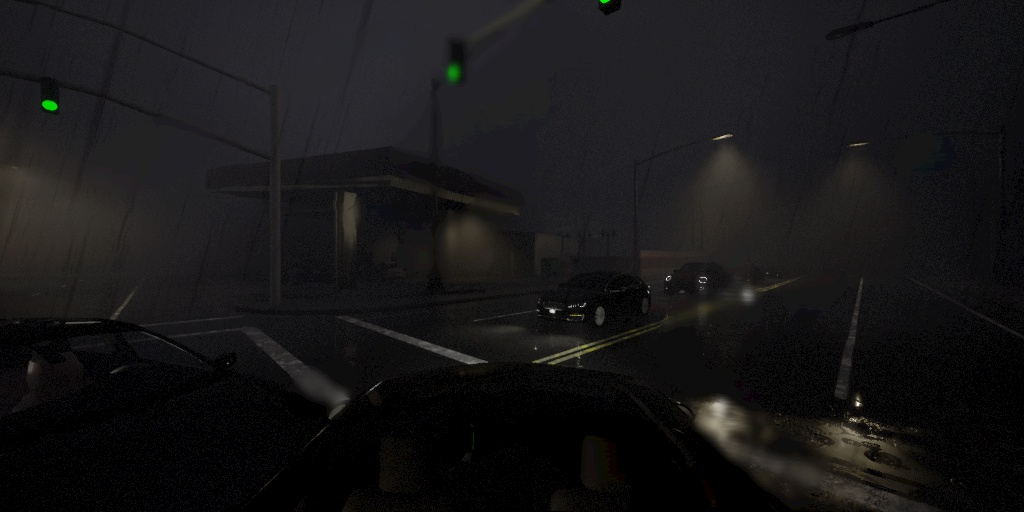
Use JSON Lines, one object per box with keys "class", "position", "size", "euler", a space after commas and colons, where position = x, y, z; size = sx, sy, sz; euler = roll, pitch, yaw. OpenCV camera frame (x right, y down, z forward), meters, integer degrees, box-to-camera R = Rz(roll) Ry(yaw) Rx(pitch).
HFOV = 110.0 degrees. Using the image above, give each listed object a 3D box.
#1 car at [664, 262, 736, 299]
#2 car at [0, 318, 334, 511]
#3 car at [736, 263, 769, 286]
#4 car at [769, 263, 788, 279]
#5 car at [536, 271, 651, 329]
{"class": "car", "position": [9.575, 1.102, 18.400], "size": [2.097, 1.767, 4.553], "euler": [0, 0, 45]}
{"class": "car", "position": [-3.440, 1.242, 2.432], "size": [4.902, 1.511, 2.128], "euler": [0, 0, 14]}
{"class": "car", "position": [16.446, 1.313, 25.365], "size": [1.994, 1.385, 4.181], "euler": [0, 0, 44]}
{"class": "car", "position": [23.524, 1.313, 32.475], "size": [4.181, 1.385, 1.994], "euler": [0, 0, -45]}
{"class": "car", "position": [2.790, 1.255, 11.500], "size": [1.837, 1.490, 4.892], "euler": [0, 0, 44]}
